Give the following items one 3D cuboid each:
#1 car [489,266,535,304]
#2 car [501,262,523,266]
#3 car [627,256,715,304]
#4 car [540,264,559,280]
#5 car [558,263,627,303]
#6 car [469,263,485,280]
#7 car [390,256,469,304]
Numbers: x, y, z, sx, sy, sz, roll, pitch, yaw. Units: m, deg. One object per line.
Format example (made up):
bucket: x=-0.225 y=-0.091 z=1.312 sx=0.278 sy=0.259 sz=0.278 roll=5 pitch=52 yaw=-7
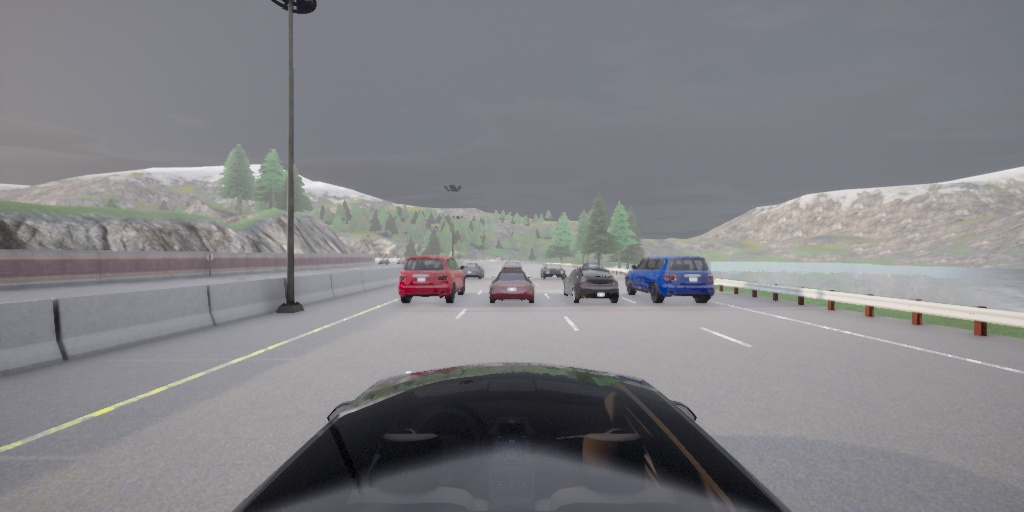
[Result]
car: x=0.000 y=1.322 z=16.500 sx=1.994 sy=1.385 sz=4.181 roll=0 pitch=0 yaw=0
car: x=0.000 y=1.235 z=31.500 sx=1.882 sy=1.535 sz=5.008 roll=0 pitch=0 yaw=0
car: x=7.000 y=1.008 z=16.530 sx=2.150 sy=2.045 sz=5.566 roll=0 pitch=0 yaw=0
car: x=3.500 y=1.366 z=31.530 sx=1.895 sy=1.301 sz=4.718 roll=0 pitch=0 yaw=0
car: x=3.500 y=1.266 z=16.500 sx=1.837 sy=1.490 sz=4.892 roll=0 pitch=0 yaw=0
car: x=-3.500 y=1.322 z=31.500 sx=1.994 sy=1.385 sz=4.181 roll=0 pitch=0 yaw=0
car: x=-3.500 y=1.008 z=16.530 sx=2.150 sy=2.045 sz=5.566 roll=0 pitch=0 yaw=0
